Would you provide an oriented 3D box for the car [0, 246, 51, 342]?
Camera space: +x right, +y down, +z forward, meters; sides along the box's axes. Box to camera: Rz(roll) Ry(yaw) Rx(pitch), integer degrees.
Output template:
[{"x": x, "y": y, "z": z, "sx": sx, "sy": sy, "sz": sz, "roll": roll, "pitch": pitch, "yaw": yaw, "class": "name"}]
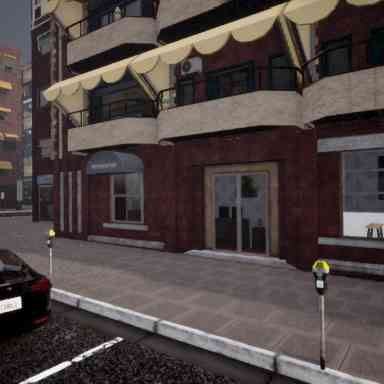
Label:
[{"x": -4.164, "y": 1.567, "z": 5.706, "sx": 4.313, "sy": 1.339, "sz": 1.947, "roll": 0, "pitch": -1, "yaw": 36, "class": "car"}]
